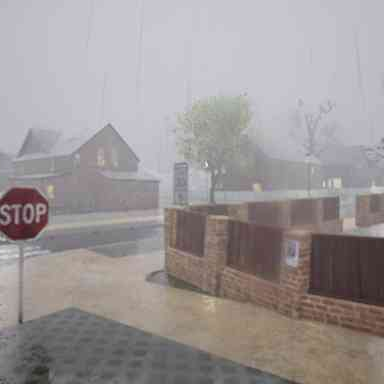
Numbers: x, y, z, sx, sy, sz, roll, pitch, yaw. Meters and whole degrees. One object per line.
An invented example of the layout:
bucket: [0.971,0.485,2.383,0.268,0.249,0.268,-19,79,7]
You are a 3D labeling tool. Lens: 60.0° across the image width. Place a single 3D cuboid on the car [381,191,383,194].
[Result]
car: [22.090,0.548,36.489,4.892,1.490,1.837,-2,2,-41]
